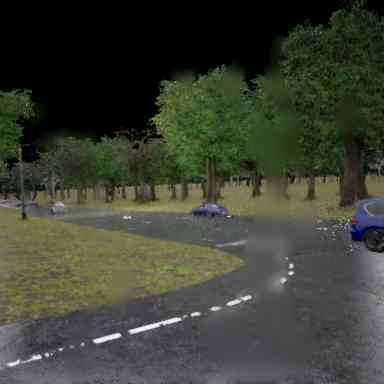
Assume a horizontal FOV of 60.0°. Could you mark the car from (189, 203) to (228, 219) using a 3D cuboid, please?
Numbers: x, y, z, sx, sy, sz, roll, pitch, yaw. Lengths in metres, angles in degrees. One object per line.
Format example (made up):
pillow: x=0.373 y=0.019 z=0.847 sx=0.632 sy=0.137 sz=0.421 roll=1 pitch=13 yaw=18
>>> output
car: x=1.605 y=1.846 z=33.116 sx=1.812 sy=1.442 sz=4.674 roll=-4 pitch=1 yaw=-36

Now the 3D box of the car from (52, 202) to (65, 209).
car: x=-31.838 y=3.150 z=79.395 sx=1.812 sy=1.442 sz=4.674 roll=-4 pitch=1 yaw=-36

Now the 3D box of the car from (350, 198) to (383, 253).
car: x=8.508 y=1.193 z=11.696 sx=2.150 sy=2.045 sz=5.566 roll=-2 pitch=-1 yaw=-36

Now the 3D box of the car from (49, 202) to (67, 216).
car: x=-21.669 y=2.957 z=53.601 sx=1.837 sy=1.490 sz=4.892 roll=-5 pitch=2 yaw=-34
